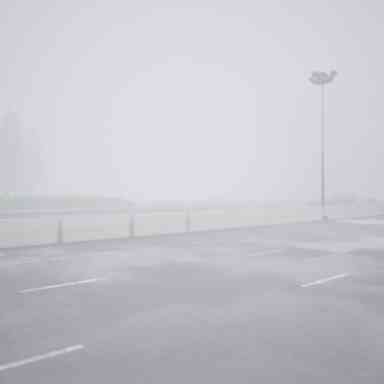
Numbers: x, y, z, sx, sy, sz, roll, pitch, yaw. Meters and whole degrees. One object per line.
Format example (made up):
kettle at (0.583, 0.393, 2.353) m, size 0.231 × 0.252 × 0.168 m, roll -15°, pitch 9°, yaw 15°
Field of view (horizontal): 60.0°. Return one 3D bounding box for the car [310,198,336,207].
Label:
car at (21.220, 1.644, 53.717) m, size 4.181 × 1.385 × 1.994 m, roll 1°, pitch 0°, yaw -35°

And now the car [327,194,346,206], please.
car at (22.957, 1.293, 50.664) m, size 5.566 × 2.045 × 2.150 m, roll 1°, pitch 0°, yaw -35°
